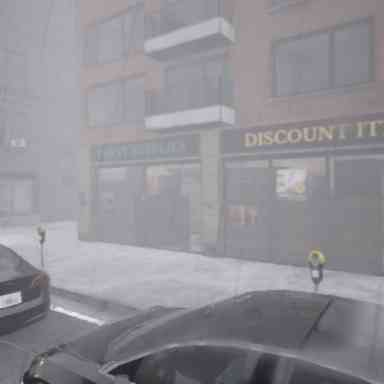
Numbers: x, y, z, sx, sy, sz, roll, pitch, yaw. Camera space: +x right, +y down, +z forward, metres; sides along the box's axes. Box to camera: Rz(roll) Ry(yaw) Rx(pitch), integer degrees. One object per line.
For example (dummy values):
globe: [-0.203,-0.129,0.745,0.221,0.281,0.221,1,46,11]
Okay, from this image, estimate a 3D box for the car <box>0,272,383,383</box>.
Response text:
car: [0.531,1.510,2.560,4.313,1.339,1.947,0,1,33]

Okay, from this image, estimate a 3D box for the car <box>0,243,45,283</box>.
car: [-4.217,1.504,5.657,4.313,1.339,1.947,0,1,33]
